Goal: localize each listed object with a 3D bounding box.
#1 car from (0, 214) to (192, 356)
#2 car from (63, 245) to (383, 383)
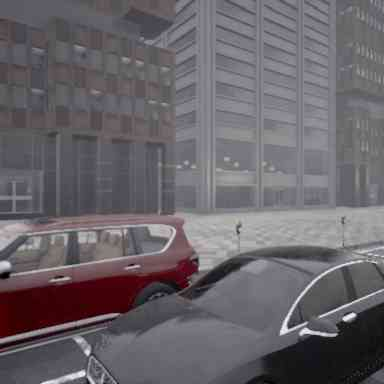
[{"bbox_3d":[-2.150,1.321,5.119,5.009,1.841,2.192,0,0,-36],"label":"car"},{"bbox_3d":[1.182,1.523,4.221,4.892,1.490,1.837,0,0,-36],"label":"car"}]
